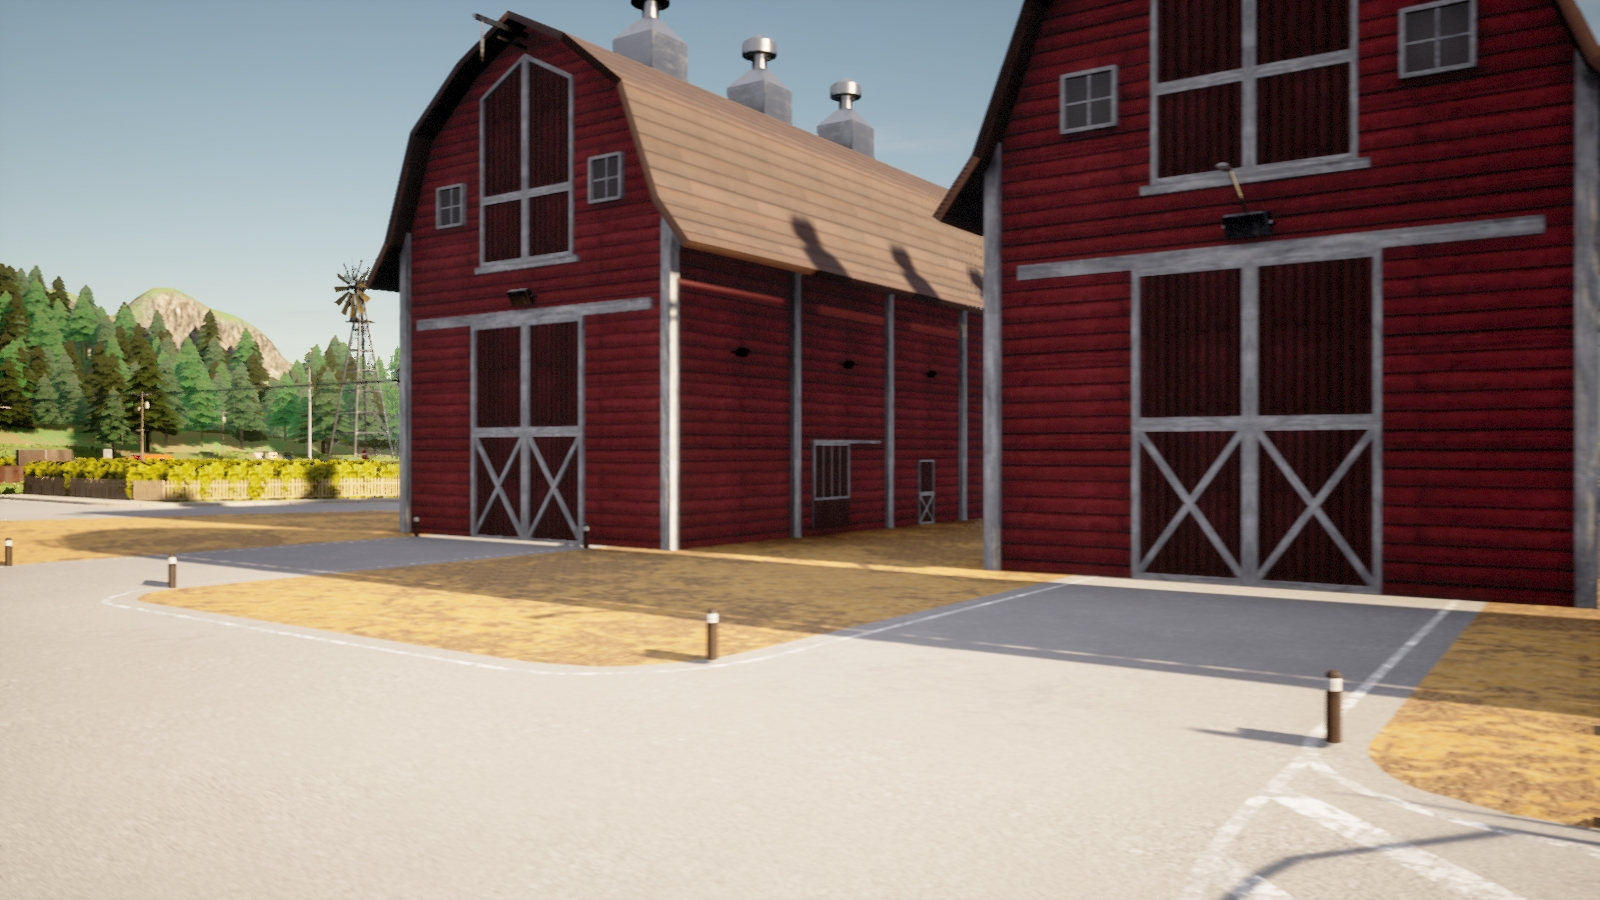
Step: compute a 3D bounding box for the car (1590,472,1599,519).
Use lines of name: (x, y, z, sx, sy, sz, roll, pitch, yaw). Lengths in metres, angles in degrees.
car: (34.429, 1.857, 46.281, 3.866, 1.878, 1.905, 0, 0, 40)
